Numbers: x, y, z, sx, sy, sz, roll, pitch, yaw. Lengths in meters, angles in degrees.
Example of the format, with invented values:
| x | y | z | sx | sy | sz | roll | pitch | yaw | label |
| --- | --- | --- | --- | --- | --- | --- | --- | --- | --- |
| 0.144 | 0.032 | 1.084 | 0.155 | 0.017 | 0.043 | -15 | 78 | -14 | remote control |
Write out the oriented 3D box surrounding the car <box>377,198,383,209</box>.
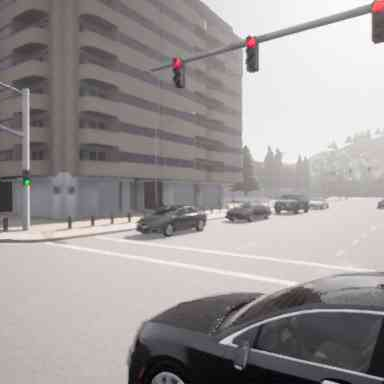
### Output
| x | y | z | sx | sy | sz | roll | pitch | yaw | label |
| --- | --- | --- | --- | --- | --- | --- | --- | --- | --- |
| 25.846 | 1.476 | 44.069 | 1.994 | 1.385 | 4.181 | 0 | 0 | 35 | car |

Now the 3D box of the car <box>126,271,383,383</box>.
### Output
| x | y | z | sx | sy | sz | roll | pitch | yaw | label |
| --- | --- | --- | --- | --- | --- | --- | --- | --- | --- |
| 1.530 | 1.502 | 2.873 | 4.892 | 1.490 | 1.837 | -2 | -1 | 36 | car |

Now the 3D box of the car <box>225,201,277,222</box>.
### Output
| x | y | z | sx | sy | sz | roll | pitch | yaw | label |
| --- | --- | --- | --- | --- | --- | --- | --- | --- | --- |
| 4.613 | 1.539 | 26.442 | 2.033 | 1.411 | 5.357 | 0 | 0 | 35 | car |

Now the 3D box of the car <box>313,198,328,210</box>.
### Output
| x | y | z | sx | sy | sz | roll | pitch | yaw | label |
| --- | --- | --- | --- | --- | --- | --- | --- | --- | --- |
| 16.209 | 1.471 | 42.821 | 1.812 | 1.442 | 4.674 | 0 | 0 | 35 | car |

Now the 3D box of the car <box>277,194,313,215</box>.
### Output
| x | y | z | sx | sy | sz | roll | pitch | yaw | label |
| --- | --- | --- | --- | --- | --- | --- | --- | --- | --- |
| 10.485 | 1.189 | 34.755 | 2.150 | 2.045 | 5.566 | 0 | 0 | 36 | car |

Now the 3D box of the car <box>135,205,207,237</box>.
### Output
| x | y | z | sx | sy | sz | roll | pitch | yaw | label |
| --- | --- | --- | --- | --- | --- | --- | --- | --- | --- |
| -1.021 | 1.518 | 18.447 | 1.837 | 1.490 | 4.892 | 0 | 0 | 35 | car |
